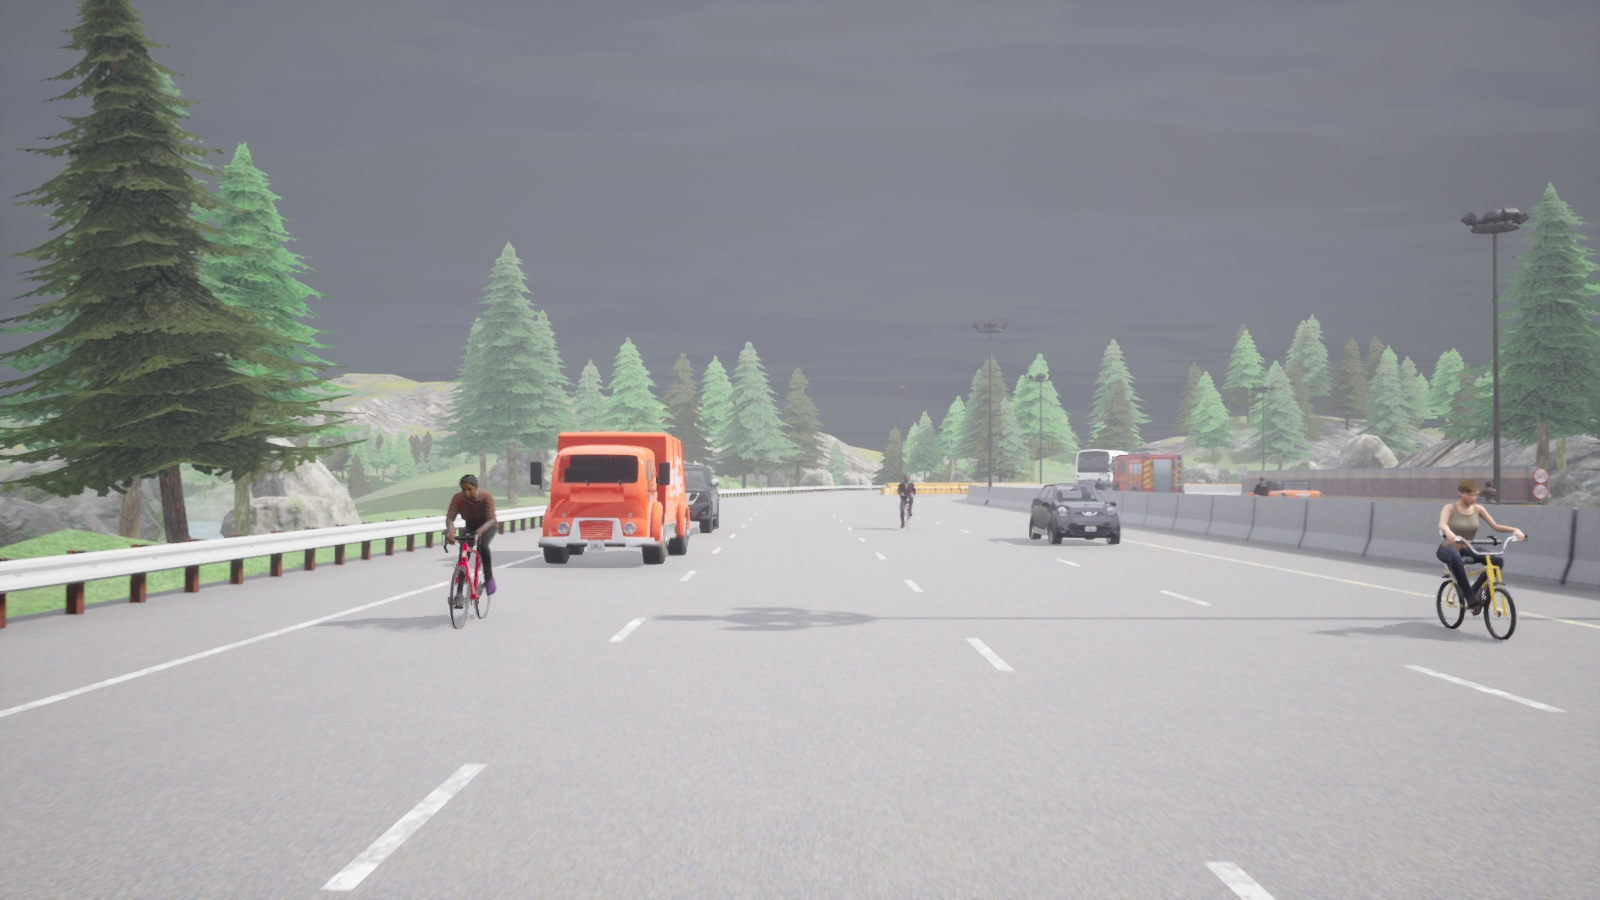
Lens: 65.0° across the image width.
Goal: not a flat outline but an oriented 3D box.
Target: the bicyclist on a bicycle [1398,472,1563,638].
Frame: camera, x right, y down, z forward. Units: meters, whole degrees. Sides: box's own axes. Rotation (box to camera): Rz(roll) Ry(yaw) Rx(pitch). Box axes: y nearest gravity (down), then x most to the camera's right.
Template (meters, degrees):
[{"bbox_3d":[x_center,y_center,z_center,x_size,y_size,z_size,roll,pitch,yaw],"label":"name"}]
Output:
[{"bbox_3d":[6.970,1.037,12.956,0.866,1.612,1.509,0,-1,0],"label":"bicyclist on a bicycle"}]

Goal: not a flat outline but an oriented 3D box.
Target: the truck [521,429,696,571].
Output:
[{"bbox_3d":[-3.566,0.926,24.528,2.627,2.467,5.204,0,-1,0],"label":"truck"}]

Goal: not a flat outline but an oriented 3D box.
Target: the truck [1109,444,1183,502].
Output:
[{"bbox_3d":[24.155,1.622,88.067,2.891,3.827,8.468,0,-1,0],"label":"truck"}]

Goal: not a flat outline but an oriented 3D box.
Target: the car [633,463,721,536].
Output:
[{"bbox_3d":[-3.615,1.448,37.972,2.150,2.045,5.566,0,-1,0],"label":"car"}]

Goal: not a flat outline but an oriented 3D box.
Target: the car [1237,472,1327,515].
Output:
[{"bbox_3d":[20.798,1.872,54.389,2.097,1.767,4.553,0,-1,0],"label":"car"}]

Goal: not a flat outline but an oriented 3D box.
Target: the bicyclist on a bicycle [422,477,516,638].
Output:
[{"bbox_3d":[-3.535,1.109,13.540,0.582,1.620,1.656,0,-1,0],"label":"bicyclist on a bicycle"}]

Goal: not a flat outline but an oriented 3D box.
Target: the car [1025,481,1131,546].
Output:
[{"bbox_3d":[6.917,1.547,31.558,1.845,1.501,3.633,0,-1,0],"label":"car"}]
